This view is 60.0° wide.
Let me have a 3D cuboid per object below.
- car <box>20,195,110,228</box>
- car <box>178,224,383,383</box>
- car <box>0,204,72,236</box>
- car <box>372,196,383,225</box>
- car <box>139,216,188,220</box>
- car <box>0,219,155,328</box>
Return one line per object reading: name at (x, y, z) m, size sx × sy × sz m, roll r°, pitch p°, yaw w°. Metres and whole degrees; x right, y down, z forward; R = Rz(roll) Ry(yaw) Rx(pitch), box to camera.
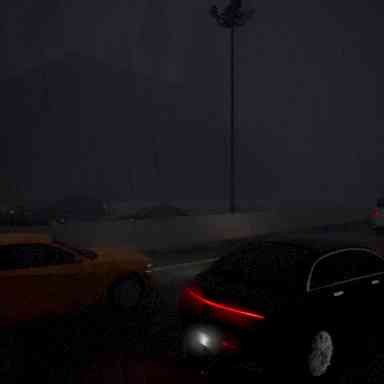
car at (-8.896, 1.245, 23.646) m, size 5.566 × 2.045 × 2.150 m, roll 0°, pitch 0°, yaw -38°
car at (2.064, 1.503, 5.437) m, size 4.892 × 1.490 × 1.837 m, roll 0°, pitch 0°, yaw -37°
car at (-9.596, 1.514, 18.755) m, size 4.902 × 1.511 × 2.128 m, roll 0°, pitch 0°, yaw -37°
car at (11.655, 1.204, 17.894) m, size 5.566 × 2.045 × 2.150 m, roll 0°, pitch 0°, yaw -42°
car at (-2.284, 1.534, 19.919) m, size 4.674 × 1.442 × 1.812 m, roll 0°, pitch 0°, yaw -38°
car at (-3.045, 1.485, 5.986) m, size 5.008 × 1.535 × 1.882 m, roll 0°, pitch 0°, yaw -36°
